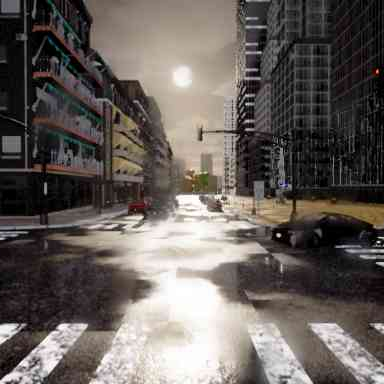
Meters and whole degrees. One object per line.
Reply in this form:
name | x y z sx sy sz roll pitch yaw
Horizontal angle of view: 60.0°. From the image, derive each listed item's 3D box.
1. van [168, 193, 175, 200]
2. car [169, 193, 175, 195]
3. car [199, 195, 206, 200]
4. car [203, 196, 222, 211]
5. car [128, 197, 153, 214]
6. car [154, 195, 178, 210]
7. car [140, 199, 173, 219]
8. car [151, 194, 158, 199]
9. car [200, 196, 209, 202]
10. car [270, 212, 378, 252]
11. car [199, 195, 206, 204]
van | -5.540 1.330 91.843 1.690 1.788 3.998 -1 0 0
car | -5.551 1.302 86.196 2.192 1.841 5.009 -1 0 0
car | 2.810 1.514 92.058 1.752 1.417 4.829 -1 0 0
car | 2.718 1.531 41.046 1.887 1.381 4.507 -1 0 0
car | -5.639 1.532 35.355 1.887 1.381 4.507 -1 0 0
car | -3.026 1.492 39.039 1.837 1.490 4.892 0 0 0
car | -3.048 1.553 29.129 1.994 1.385 4.181 0 0 0
car | -5.630 1.427 41.004 1.967 1.590 4.097 -1 0 0
car | 2.780 1.531 74.940 1.887 1.381 4.507 -1 0 0
car | 5.387 1.535 13.707 4.181 1.385 1.994 0 1 -14
car | 2.759 1.537 63.642 2.008 1.369 4.403 -1 0 0
